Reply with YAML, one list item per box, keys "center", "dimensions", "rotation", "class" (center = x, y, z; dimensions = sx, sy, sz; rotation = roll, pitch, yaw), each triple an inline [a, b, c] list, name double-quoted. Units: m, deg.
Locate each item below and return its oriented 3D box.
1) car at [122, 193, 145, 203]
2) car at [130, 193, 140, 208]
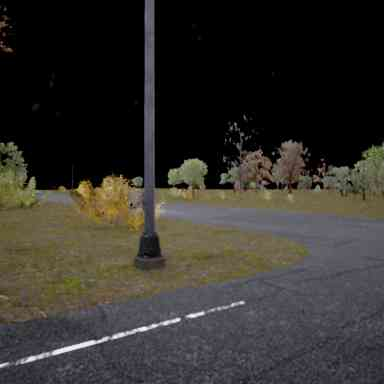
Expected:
- center: [-9.698, 0.896, 55.140]
  dimensions: [1.837, 1.490, 4.892]
  rotation: [-1, 1, -35]
  class: "car"
- center: [-6.635, 1.140, 38.625]
  dimensions: [2.128, 1.511, 4.902]
  rotation: [-1, 1, -35]
  class: "car"
